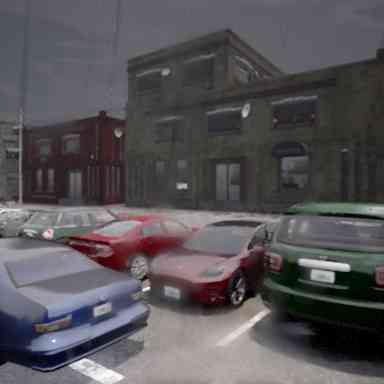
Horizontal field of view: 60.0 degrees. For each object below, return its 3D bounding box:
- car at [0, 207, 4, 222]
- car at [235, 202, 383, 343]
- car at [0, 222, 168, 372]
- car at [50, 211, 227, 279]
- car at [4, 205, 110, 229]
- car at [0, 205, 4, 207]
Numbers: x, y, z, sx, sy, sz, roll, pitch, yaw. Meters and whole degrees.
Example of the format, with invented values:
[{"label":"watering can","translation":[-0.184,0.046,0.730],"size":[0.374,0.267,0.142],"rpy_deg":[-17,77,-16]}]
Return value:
[{"label":"car","translation":[-5.676,1.422,13.042],"size":[2.163,1.488,4.792],"rpy_deg":[0,0,36]},{"label":"car","translation":[3.302,1.220,6.635],"size":[2.435,2.045,5.566],"rpy_deg":[1,0,36]},{"label":"car","translation":[-3.162,1.503,5.634],"size":[5.357,1.411,2.033],"rpy_deg":[0,0,36]},{"label":"car","translation":[-1.208,1.429,9.811],"size":[2.097,1.535,5.008],"rpy_deg":[0,0,36]},{"label":"car","translation":[-3.467,1.285,11.391],"size":[2.185,1.767,4.553],"rpy_deg":[0,0,36]},{"label":"car","translation":[-7.969,1.417,14.639],"size":[2.002,1.452,4.674],"rpy_deg":[0,0,36]}]
